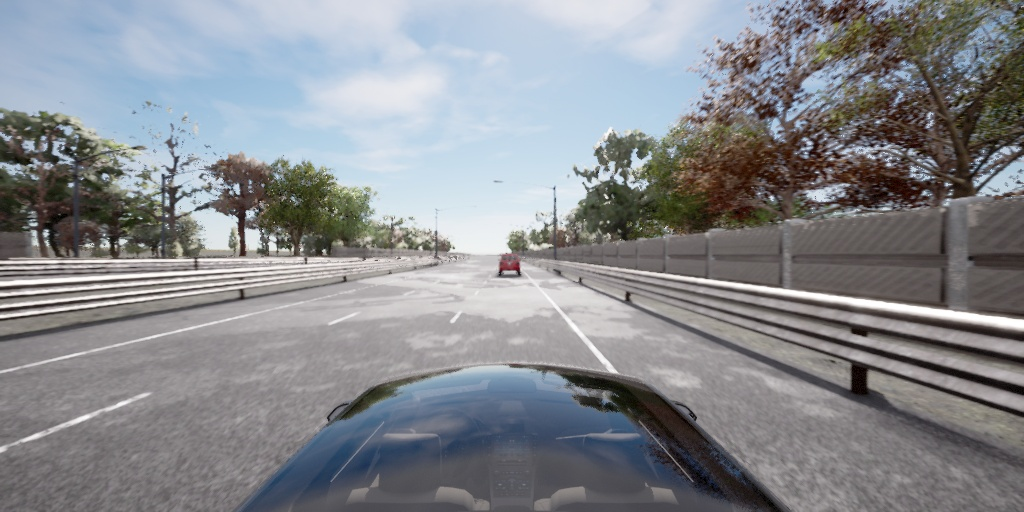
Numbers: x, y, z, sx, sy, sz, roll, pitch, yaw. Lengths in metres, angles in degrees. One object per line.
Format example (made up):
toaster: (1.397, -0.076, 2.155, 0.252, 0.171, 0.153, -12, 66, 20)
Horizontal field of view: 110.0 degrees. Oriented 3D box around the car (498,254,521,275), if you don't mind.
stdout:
car: (-0.249, 0.824, 36.044, 2.150, 2.045, 5.566, 0, 0, -1)
